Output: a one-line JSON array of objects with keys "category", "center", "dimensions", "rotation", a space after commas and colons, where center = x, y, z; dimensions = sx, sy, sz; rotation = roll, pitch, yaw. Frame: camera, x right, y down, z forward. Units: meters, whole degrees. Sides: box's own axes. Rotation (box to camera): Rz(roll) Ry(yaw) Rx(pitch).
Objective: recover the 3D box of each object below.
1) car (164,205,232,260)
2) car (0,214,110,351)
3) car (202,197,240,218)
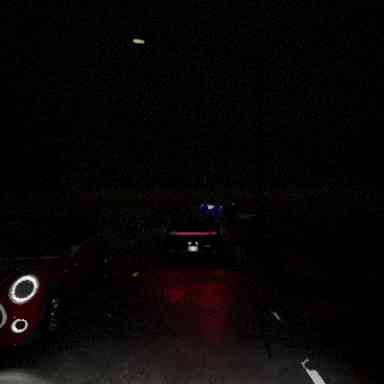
[{"category": "car", "center": [0.038, 1.442, 12.203], "dimensions": [2.128, 1.511, 4.902], "rotation": [0, 0, 0]}, {"category": "car", "center": [-3.103, 1.324, 6.469], "dimensions": [2.097, 1.767, 4.553], "rotation": [0, 0, 0]}, {"category": "car", "center": [2.360, 1.267, 27.394], "dimensions": [2.097, 1.767, 4.553], "rotation": [2, 1, 26]}]
